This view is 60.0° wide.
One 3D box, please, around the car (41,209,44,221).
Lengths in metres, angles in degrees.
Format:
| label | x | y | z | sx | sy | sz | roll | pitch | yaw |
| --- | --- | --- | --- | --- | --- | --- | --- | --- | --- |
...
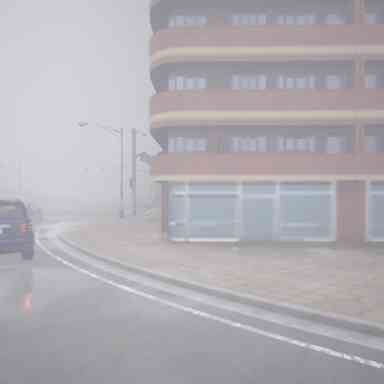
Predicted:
| label | x | y | z | sx | sy | sz | roll | pitch | yaw |
| --- | --- | --- | --- | --- | --- | --- | --- | --- | --- |
| car | -12.105 | 1.483 | 23.839 | 1.882 | 1.535 | 5.008 | 0 | 0 | -12 |

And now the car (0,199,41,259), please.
| label | x | y | z | sx | sy | sz | roll | pitch | yaw |
| --- | --- | --- | --- | --- | --- | --- | --- | --- | --- |
| car | -7.109 | 1.256 | 11.886 | 2.150 | 2.045 | 5.566 | 0 | 0 | -33 |

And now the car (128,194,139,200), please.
| label | x | y | z | sx | sy | sz | roll | pitch | yaw |
| --- | --- | --- | --- | --- | --- | --- | --- | --- | --- |
| car | -15.684 | 1.238 | 89.290 | 2.097 | 1.767 | 4.553 | 0 | 0 | 1 |

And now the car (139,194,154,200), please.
| label | x | y | z | sx | sy | sz | roll | pitch | yaw |
| --- | --- | --- | --- | --- | --- | --- | --- | --- | --- |
| car | -12.183 | 1.422 | 89.277 | 2.033 | 1.411 | 5.357 | 0 | 0 | 1 |
